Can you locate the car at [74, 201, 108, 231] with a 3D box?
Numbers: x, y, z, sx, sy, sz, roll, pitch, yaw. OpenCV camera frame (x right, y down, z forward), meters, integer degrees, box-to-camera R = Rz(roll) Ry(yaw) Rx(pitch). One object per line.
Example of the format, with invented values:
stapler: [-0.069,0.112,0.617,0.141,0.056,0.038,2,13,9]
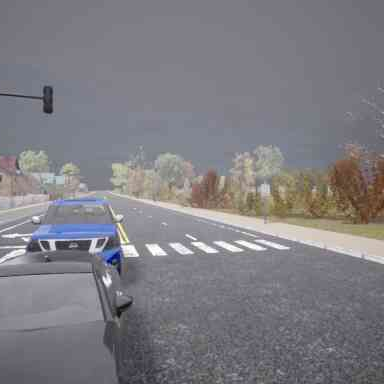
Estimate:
car: [-6.554,1.468,21.839,1.882,1.535,5.008,0,0,-15]

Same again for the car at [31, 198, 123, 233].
car: [-3.352,1.218,10.015,2.150,2.045,5.566,0,0,-15]

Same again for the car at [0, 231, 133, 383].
car: [-1.725,1.524,3.923,1.812,1.442,4.674,0,0,-13]

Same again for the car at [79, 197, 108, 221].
car: [-8.103,1.338,27.575,2.097,1.767,4.553,0,0,-15]

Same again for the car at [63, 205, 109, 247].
car: [-4.997,1.499,16.090,1.837,1.490,4.892,0,0,-15]
